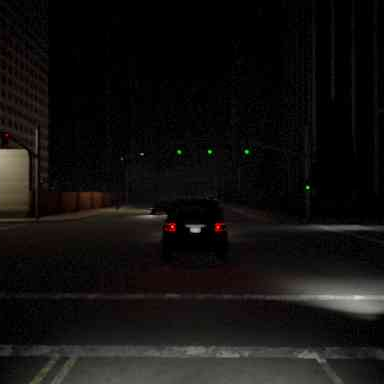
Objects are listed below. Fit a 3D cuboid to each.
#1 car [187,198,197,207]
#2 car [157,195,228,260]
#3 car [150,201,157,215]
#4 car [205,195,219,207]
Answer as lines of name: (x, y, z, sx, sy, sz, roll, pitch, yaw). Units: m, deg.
car: (0.008, 1.908, 59.260, 1.837, 1.490, 4.892, 0, 0, 0)
car: (0.100, 1.280, 12.864, 2.150, 2.045, 5.566, 0, 0, 0)
car: (-3.587, 1.765, 38.073, 1.837, 1.490, 4.892, 0, 0, 0)
car: (3.508, 1.625, 59.291, 2.150, 2.045, 5.566, 0, 0, 0)
